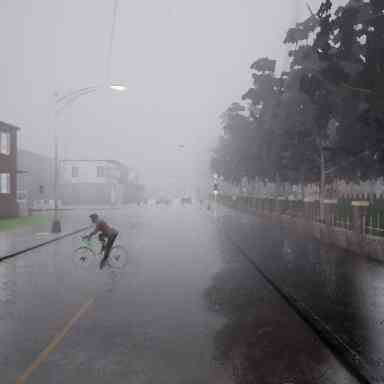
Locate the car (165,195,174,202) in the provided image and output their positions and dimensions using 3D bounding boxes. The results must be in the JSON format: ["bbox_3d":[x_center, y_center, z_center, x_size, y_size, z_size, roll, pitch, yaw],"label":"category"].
[{"bbox_3d":[-5.685,1.651,85.988,2.128,1.511,4.902,0,0,-1],"label":"car"}]

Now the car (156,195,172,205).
[{"bbox_3d":[-5.207,1.352,58.696,2.097,1.767,4.553,0,0,-1],"label":"car"}]

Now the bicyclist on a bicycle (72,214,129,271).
[{"bbox_3d":[-2.672,1.452,9.659,1.656,1.620,0.582,-1,0,-2],"label":"bicyclist on a bicycle"}]

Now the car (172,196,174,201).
[{"bbox_3d":[-5.382,1.575,70.955,2.097,1.767,4.553,0,0,-1],"label":"car"}]

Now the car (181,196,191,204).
[{"bbox_3d":[-1.189,1.477,66.379,1.882,1.535,5.008,0,0,-1],"label":"car"}]
